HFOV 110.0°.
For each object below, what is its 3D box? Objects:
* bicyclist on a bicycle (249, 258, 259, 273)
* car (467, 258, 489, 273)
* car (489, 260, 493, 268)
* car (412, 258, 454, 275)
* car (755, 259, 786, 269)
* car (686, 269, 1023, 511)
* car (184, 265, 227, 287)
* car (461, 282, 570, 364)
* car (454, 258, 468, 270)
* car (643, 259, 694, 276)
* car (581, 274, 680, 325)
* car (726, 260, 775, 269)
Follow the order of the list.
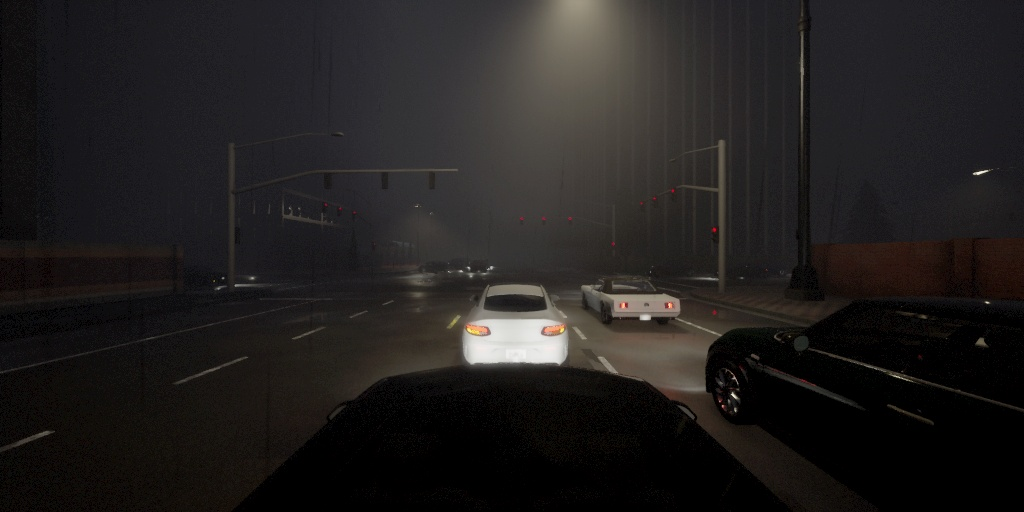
[{"bbox_3d":[-28.409,1.051,39.513,0.582,1.620,1.656,0,0,-1],"label":"bicyclist on a bicycle"},{"bbox_3d":[-4.185,1.228,44.583,1.882,1.535,5.008,0,0,-4],"label":"car"},{"bbox_3d":[-4.519,1.275,57.931,1.812,1.442,4.674,0,0,-1],"label":"car"},{"bbox_3d":[-8.660,1.242,39.954,2.128,1.511,4.902,0,0,13],"label":"car"},{"bbox_3d":[24.230,1.102,35.229,4.553,1.767,2.097,0,0,0],"label":"car"},{"bbox_3d":[3.599,1.102,2.893,2.097,1.767,4.553,0,0,0],"label":"car"},{"bbox_3d":[-21.419,1.314,24.093,4.181,1.385,1.994,0,0,0],"label":"car"},{"bbox_3d":[0.059,1.276,7.577,1.812,1.442,4.674,0,0,0],"label":"car"},{"bbox_3d":[-7.932,1.102,51.432,2.097,1.767,4.553,0,0,-1],"label":"car"},{"bbox_3d":[15.338,1.102,35.147,4.553,1.767,2.097,0,0,0],"label":"car"},{"bbox_3d":[3.563,1.351,11.795,1.895,1.301,4.718,0,0,0],"label":"car"},{"bbox_3d":[20.189,1.314,31.693,4.181,1.385,1.994,0,0,-1],"label":"car"}]
